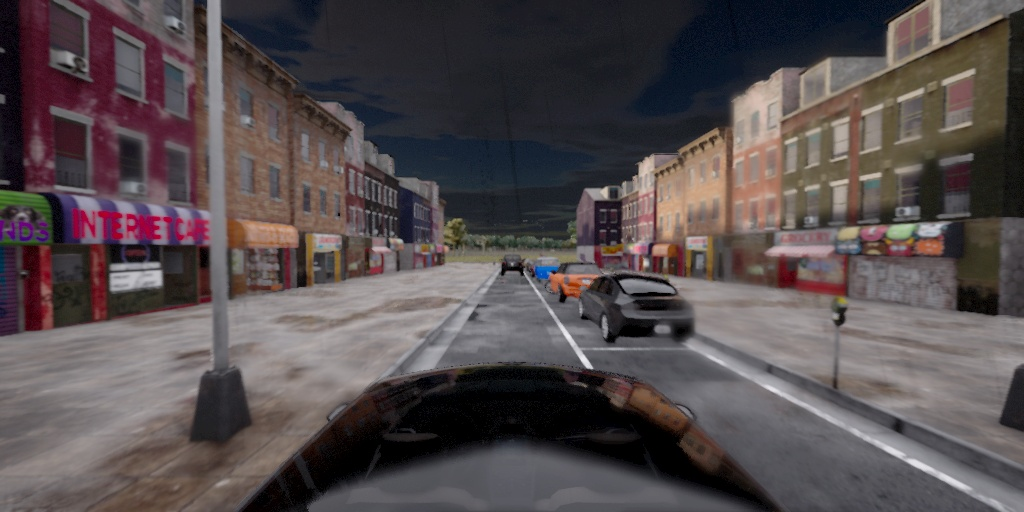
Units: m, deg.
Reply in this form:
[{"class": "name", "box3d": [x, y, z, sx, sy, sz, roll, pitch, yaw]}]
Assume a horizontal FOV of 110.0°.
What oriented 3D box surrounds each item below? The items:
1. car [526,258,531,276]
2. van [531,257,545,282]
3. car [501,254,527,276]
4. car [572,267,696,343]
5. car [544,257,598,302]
[{"class": "car", "box3d": [2.617, 1.062, 32.586, 1.967, 1.591, 4.097, 0, 0, 0]}, {"class": "van", "box3d": [2.621, 0.985, 27.054, 1.690, 1.789, 3.998, 0, 0, 0]}, {"class": "car", "box3d": [0.050, 0.833, 35.339, 2.150, 2.045, 5.566, 0, 0, 1]}, {"class": "car", "box3d": [3.015, 1.221, 9.593, 1.837, 1.490, 4.892, 0, 0, 0]}, {"class": "car", "box3d": [2.936, 1.039, 16.652, 2.097, 1.767, 4.553, 0, 0, -2]}]
